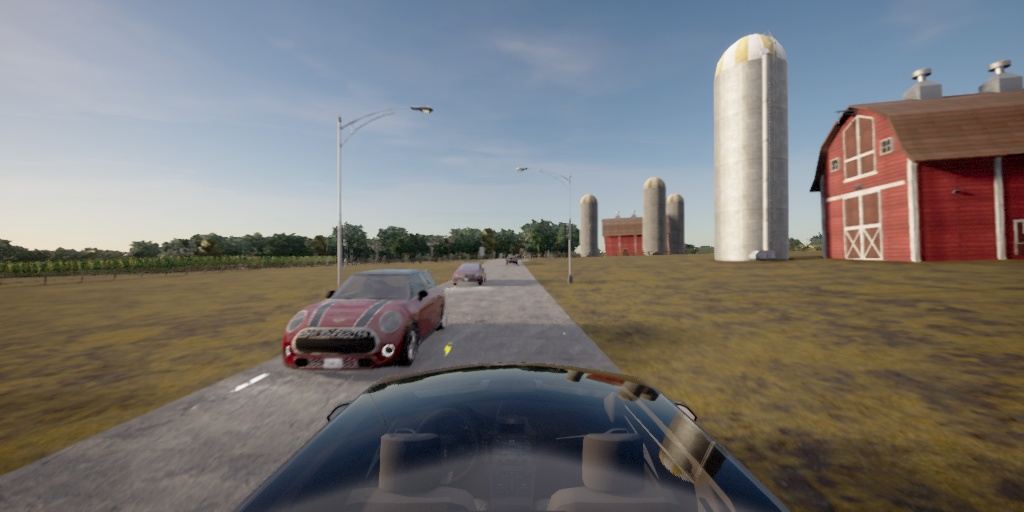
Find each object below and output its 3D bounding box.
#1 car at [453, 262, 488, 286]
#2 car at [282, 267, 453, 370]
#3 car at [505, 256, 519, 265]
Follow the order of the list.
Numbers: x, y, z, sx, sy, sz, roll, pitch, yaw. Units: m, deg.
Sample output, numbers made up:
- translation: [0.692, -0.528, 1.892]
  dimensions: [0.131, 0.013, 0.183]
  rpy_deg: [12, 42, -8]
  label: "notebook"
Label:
- translation: [-2.780, 1.139, 24.208]
  dimensions: [1.812, 1.442, 4.674]
  rpy_deg: [0, 0, 0]
  label: "car"
- translation: [-2.820, 1.088, 7.917]
  dimensions: [2.097, 1.767, 4.553]
  rpy_deg: [0, 0, 0]
  label: "car"
- translation: [-0.017, 0.663, 55.789]
  dimensions: [1.837, 1.490, 4.892]
  rpy_deg: [0, 1, 0]
  label: "car"
